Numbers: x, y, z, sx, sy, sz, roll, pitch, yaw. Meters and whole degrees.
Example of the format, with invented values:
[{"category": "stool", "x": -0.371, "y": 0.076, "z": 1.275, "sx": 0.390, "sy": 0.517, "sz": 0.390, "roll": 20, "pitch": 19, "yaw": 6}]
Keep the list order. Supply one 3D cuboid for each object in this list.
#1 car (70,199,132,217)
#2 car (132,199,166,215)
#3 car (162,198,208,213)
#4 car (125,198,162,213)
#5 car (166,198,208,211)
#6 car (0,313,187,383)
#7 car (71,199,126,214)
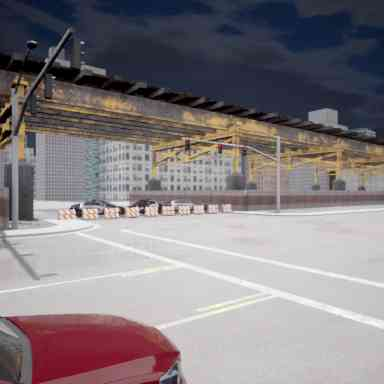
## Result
[{"category": "car", "x": -8.440, "y": 1.453, "z": 30.356, "sx": 4.974, "sy": 1.542, "sz": 2.038, "roll": 0, "pitch": 0, "yaw": 8}, {"category": "car", "x": -4.703, "y": 1.453, "z": 33.052, "sx": 2.038, "sy": 1.542, "sz": 4.974, "roll": 0, "pitch": 0, "yaw": 18}, {"category": "car", "x": -0.804, "y": 1.453, "z": 36.824, "sx": 4.974, "sy": 1.542, "sz": 2.038, "roll": 0, "pitch": 0, "yaw": -7}, {"category": "car", "x": -4.687, "y": 1.295, "z": 33.102, "sx": 1.853, "sy": 1.218, "sz": 4.536, "roll": 0, "pitch": 0, "yaw": 18}, {"category": "car", "x": -0.855, "y": 1.295, "z": 36.817, "sx": 4.536, "sy": 1.218, "sz": 1.853, "roll": 0, "pitch": 0, "yaw": -7}, {"category": "car", "x": -2.195, "y": 1.526, "z": 2.201, "sx": 4.674, "sy": 1.442, "sz": 1.812, "roll": 0, "pitch": 0, "yaw": -35}, {"category": "car", "x": -8.491, "y": 1.295, "z": 30.363, "sx": 4.536, "sy": 1.218, "sz": 1.853, "roll": 0, "pitch": 0, "yaw": 8}]
